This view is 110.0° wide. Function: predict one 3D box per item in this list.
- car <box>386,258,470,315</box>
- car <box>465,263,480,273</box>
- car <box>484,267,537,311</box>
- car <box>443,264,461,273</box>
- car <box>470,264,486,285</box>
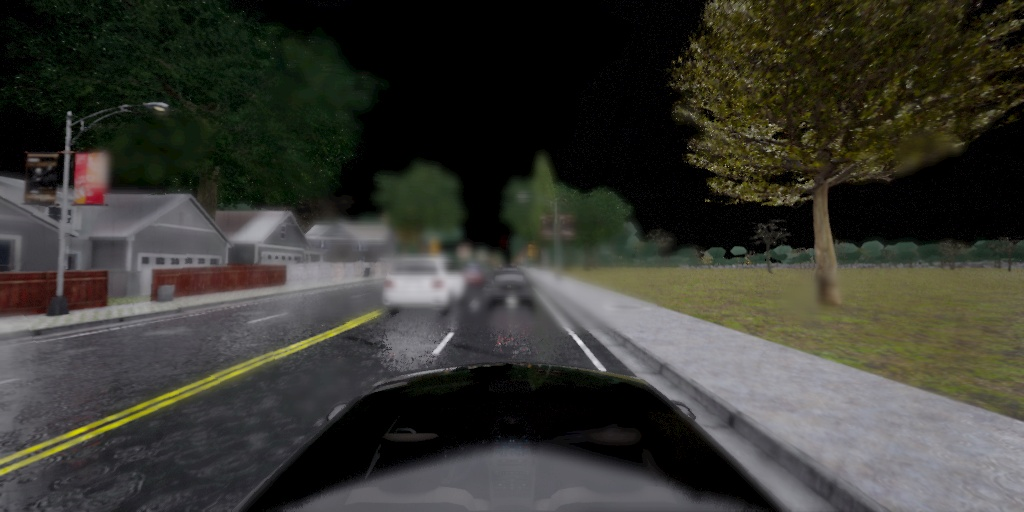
[{"bbox_3d":[-3.241,1.115,14.447,2.150,2.045,5.566,0,0,0],"label":"car"},{"bbox_3d":[-6.560,2.003,59.471,1.882,1.535,5.008,0,-1,0],"label":"car"},{"bbox_3d":[0.018,1.408,15.371,1.837,1.490,4.892,0,0,0],"label":"car"},{"bbox_3d":[-9.795,2.071,59.381,2.033,1.411,5.357,0,-1,1],"label":"car"},{"bbox_3d":[-3.234,1.651,30.360,1.994,1.385,4.181,0,-1,1],"label":"car"}]
